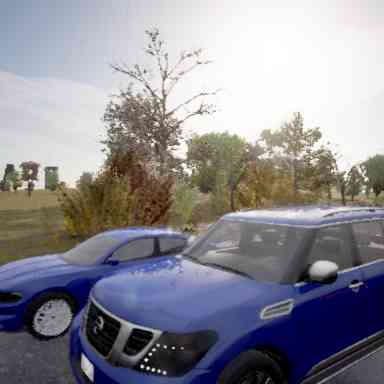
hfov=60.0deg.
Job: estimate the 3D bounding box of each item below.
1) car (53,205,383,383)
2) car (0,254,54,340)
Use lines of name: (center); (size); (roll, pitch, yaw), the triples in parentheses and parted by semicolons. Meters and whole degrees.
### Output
car: (1.310, 1.243, 4.608); (5.566, 2.045, 2.150); (0, 0, -35)
car: (-1.319, 1.494, 6.726); (5.008, 1.535, 1.882); (0, 0, -35)
